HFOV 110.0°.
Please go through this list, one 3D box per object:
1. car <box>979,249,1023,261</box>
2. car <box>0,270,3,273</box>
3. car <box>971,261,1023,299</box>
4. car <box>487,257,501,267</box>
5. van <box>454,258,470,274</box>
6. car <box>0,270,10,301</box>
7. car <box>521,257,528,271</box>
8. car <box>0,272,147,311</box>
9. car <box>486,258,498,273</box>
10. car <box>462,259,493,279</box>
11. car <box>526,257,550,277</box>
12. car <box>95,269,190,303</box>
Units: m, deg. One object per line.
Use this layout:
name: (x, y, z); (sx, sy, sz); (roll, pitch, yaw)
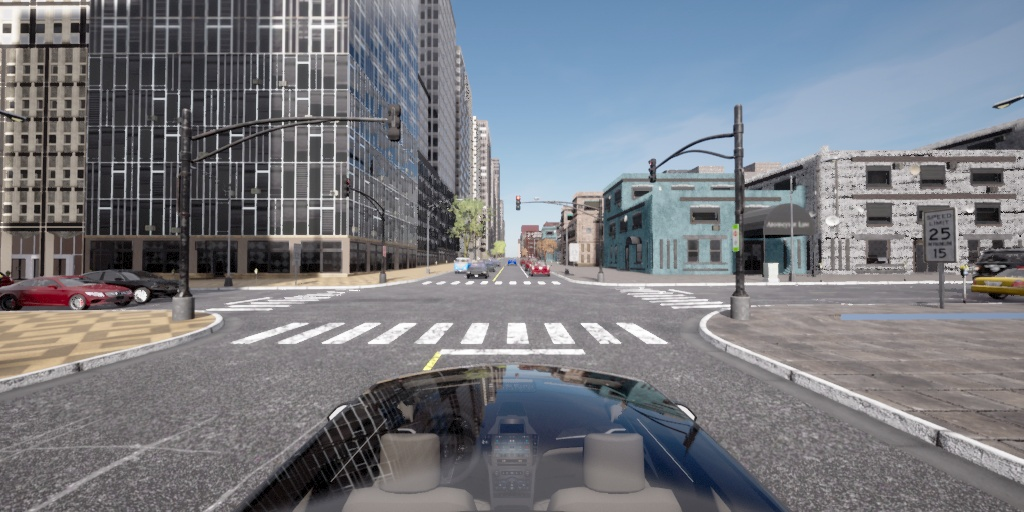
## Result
car: (24.575, 0.696, 16.224); (5.566, 2.045, 2.150); (0, -1, 1)
car: (-23.099, 1.325, 14.090); (4.097, 1.591, 1.967); (0, 0, 1)
car: (20.693, 0.994, 13.657); (4.829, 1.417, 1.751); (0, 0, 1)
car: (-3.021, 1.304, 64.589); (2.033, 1.411, 5.357); (0, 0, 1)
van: (-5.679, 1.096, 41.505); (1.690, 1.789, 3.998); (0, 0, 0)
car: (-27.386, 1.465, 16.738); (4.902, 1.511, 2.128); (-1, -1, 1)
car: (2.704, 1.070, 47.215); (2.192, 1.841, 5.009); (0, 0, 0)
car: (-17.416, 1.413, 14.033); (4.207, 1.307, 1.802); (0, 0, 1)
car: (-3.094, 1.319, 44.367); (1.994, 1.385, 4.181); (0, 0, 0)
car: (-3.076, 1.302, 33.058); (2.033, 1.411, 5.357); (0, 0, -1)
car: (2.701, 1.195, 35.867); (1.967, 1.591, 4.097); (0, 0, 0)
car: (-17.889, 1.359, 16.645); (5.008, 1.535, 1.882); (-1, -1, 0)
